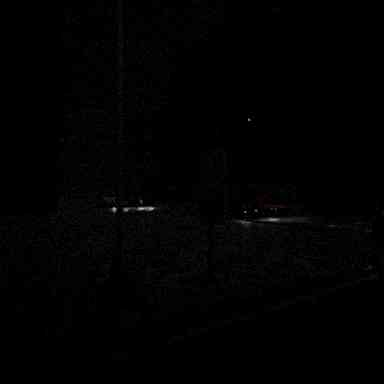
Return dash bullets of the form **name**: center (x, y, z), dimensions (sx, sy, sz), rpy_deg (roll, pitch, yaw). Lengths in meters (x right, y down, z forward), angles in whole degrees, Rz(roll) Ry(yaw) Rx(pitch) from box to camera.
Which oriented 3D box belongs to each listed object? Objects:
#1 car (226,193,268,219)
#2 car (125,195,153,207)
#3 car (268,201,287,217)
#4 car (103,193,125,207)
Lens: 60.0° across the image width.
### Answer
- **car**: center (3.356, 1.085, 27.969), dimensions (2.150, 2.045, 5.566), rpy_deg (0, 0, -36)
- **car**: center (-7.559, 1.269, 48.839), dimensions (2.097, 1.767, 4.553), rpy_deg (0, 0, -35)
- **car**: center (6.105, 1.346, 29.713), dimensions (1.882, 1.535, 5.008), rpy_deg (0, 0, -36)
- **car**: center (-11.183, 1.140, 48.342), dimensions (2.150, 2.045, 5.566), rpy_deg (0, 0, -35)
